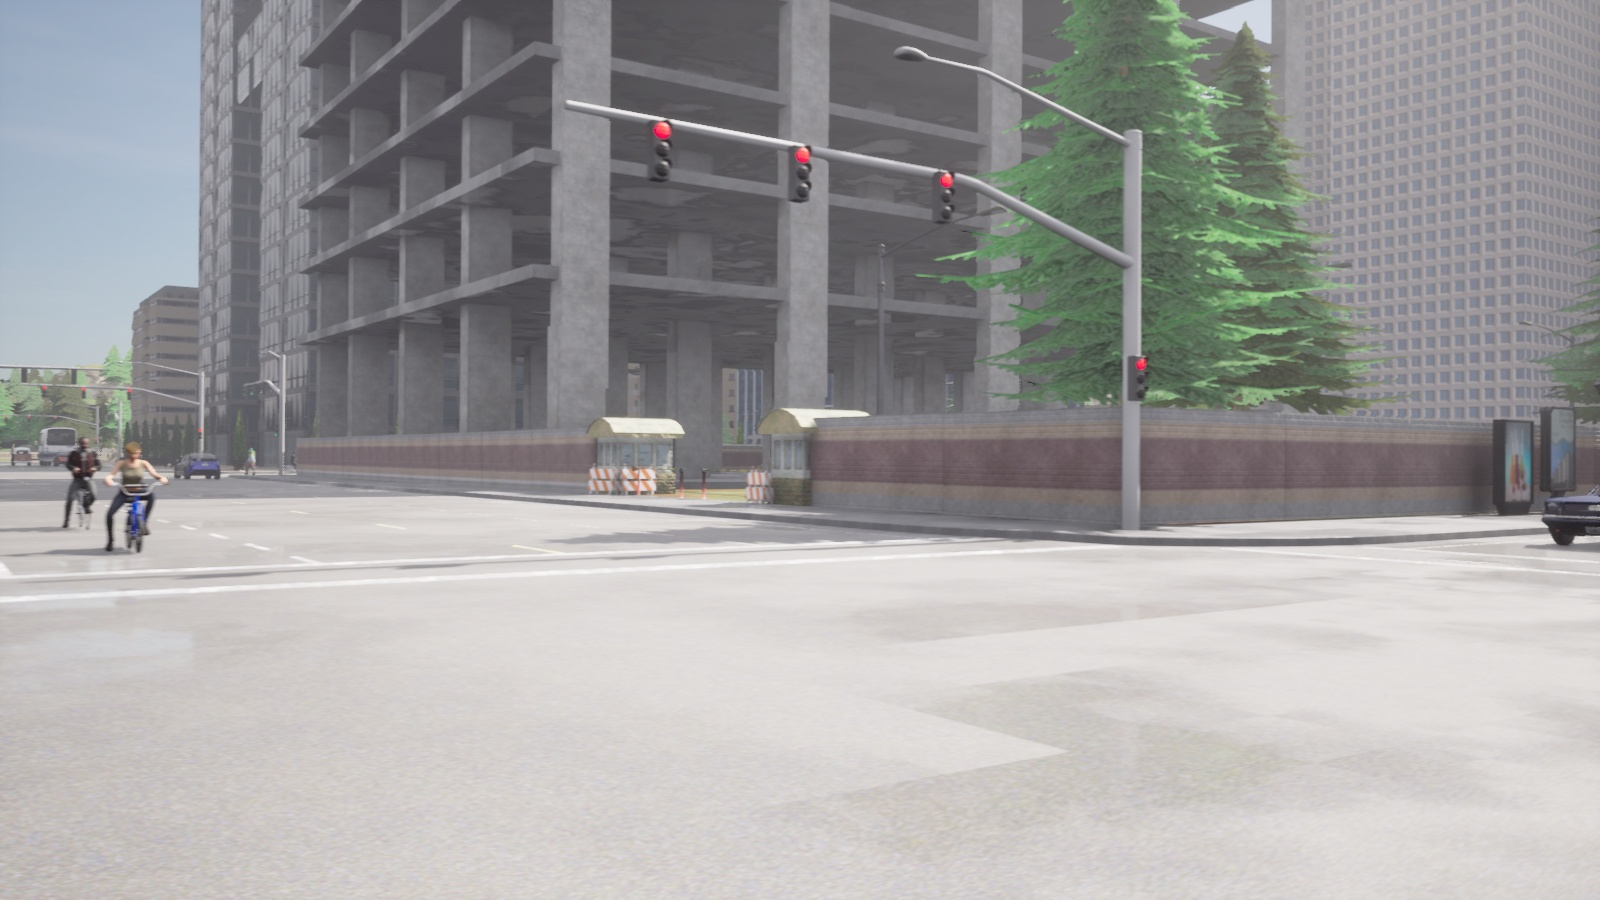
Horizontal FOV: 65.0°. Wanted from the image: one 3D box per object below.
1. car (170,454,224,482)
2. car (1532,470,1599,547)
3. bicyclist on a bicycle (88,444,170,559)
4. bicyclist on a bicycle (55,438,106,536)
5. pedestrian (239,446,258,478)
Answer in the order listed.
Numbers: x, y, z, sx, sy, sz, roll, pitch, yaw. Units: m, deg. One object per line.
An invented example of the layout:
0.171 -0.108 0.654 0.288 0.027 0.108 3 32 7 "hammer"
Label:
-33.972 1.005 70.696 2.007 1.525 4.514 0 0 -35 "car"
15.564 1.033 23.021 4.718 1.301 1.895 0 0 -35 "car"
-9.834 0.726 18.386 0.866 1.612 1.509 0 0 -35 "bicyclist on a bicycle"
-13.575 0.684 23.669 0.659 1.776 1.843 0 -1 -35 "bicyclist on a bicycle"
-33.929 0.753 77.209 0.873 1.952 0.659 0 0 24 "pedestrian"
